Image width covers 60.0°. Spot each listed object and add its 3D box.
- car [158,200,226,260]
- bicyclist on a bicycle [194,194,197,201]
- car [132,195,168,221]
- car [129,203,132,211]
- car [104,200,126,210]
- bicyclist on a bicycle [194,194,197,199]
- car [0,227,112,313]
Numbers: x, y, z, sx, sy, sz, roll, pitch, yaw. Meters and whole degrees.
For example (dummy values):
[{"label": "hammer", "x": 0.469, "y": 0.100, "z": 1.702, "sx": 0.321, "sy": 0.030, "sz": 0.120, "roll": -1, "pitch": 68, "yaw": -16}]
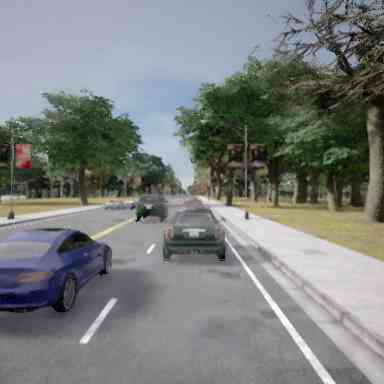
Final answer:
[{"label": "car", "x": 0.077, "y": 1.363, "z": 12.678, "sx": 2.097, "sy": 1.767, "sz": 4.553, "roll": 0, "pitch": 0, "yaw": 0}, {"label": "bicyclist on a bicycle", "x": 0.852, "y": 1.483, "z": 85.352, "sx": 0.659, "sy": 1.776, "sz": 1.843, "roll": 0, "pitch": 0, "yaw": 0}, {"label": "car", "x": -3.177, "y": 1.244, "z": 27.148, "sx": 2.150, "sy": 2.045, "sz": 5.566, "roll": 0, "pitch": 0, "yaw": 0}, {"label": "car", "x": -6.615, "y": 1.586, "z": 42.418, "sx": 2.033, "sy": 1.411, "sz": 5.357, "roll": 0, "pitch": 0, "yaw": 0}, {"label": "car", "x": -9.861, "y": 1.640, "z": 42.696, "sx": 1.895, "sy": 1.301, "sz": 4.718, "roll": 0, "pitch": 0, "yaw": 0}, {"label": "bicyclist on a bicycle", "x": 0.853, "y": 1.537, "z": 76.354, "sx": 0.866, "sy": 1.612, "sz": 1.509, "roll": 0, "pitch": 0, "yaw": 0}, {"label": "car", "x": -3.194, "y": 1.532, "z": 7.558, "sx": 1.812, "sy": 1.442, "sz": 4.674, "roll": 0, "pitch": 0, "yaw": 0}]
